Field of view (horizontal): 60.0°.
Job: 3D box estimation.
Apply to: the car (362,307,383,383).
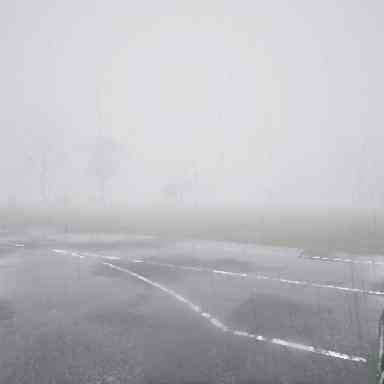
[{"bbox_3d":[3.442,1.350,1.765,4.553,1.767,2.097,0,0,29],"label":"car"}]
